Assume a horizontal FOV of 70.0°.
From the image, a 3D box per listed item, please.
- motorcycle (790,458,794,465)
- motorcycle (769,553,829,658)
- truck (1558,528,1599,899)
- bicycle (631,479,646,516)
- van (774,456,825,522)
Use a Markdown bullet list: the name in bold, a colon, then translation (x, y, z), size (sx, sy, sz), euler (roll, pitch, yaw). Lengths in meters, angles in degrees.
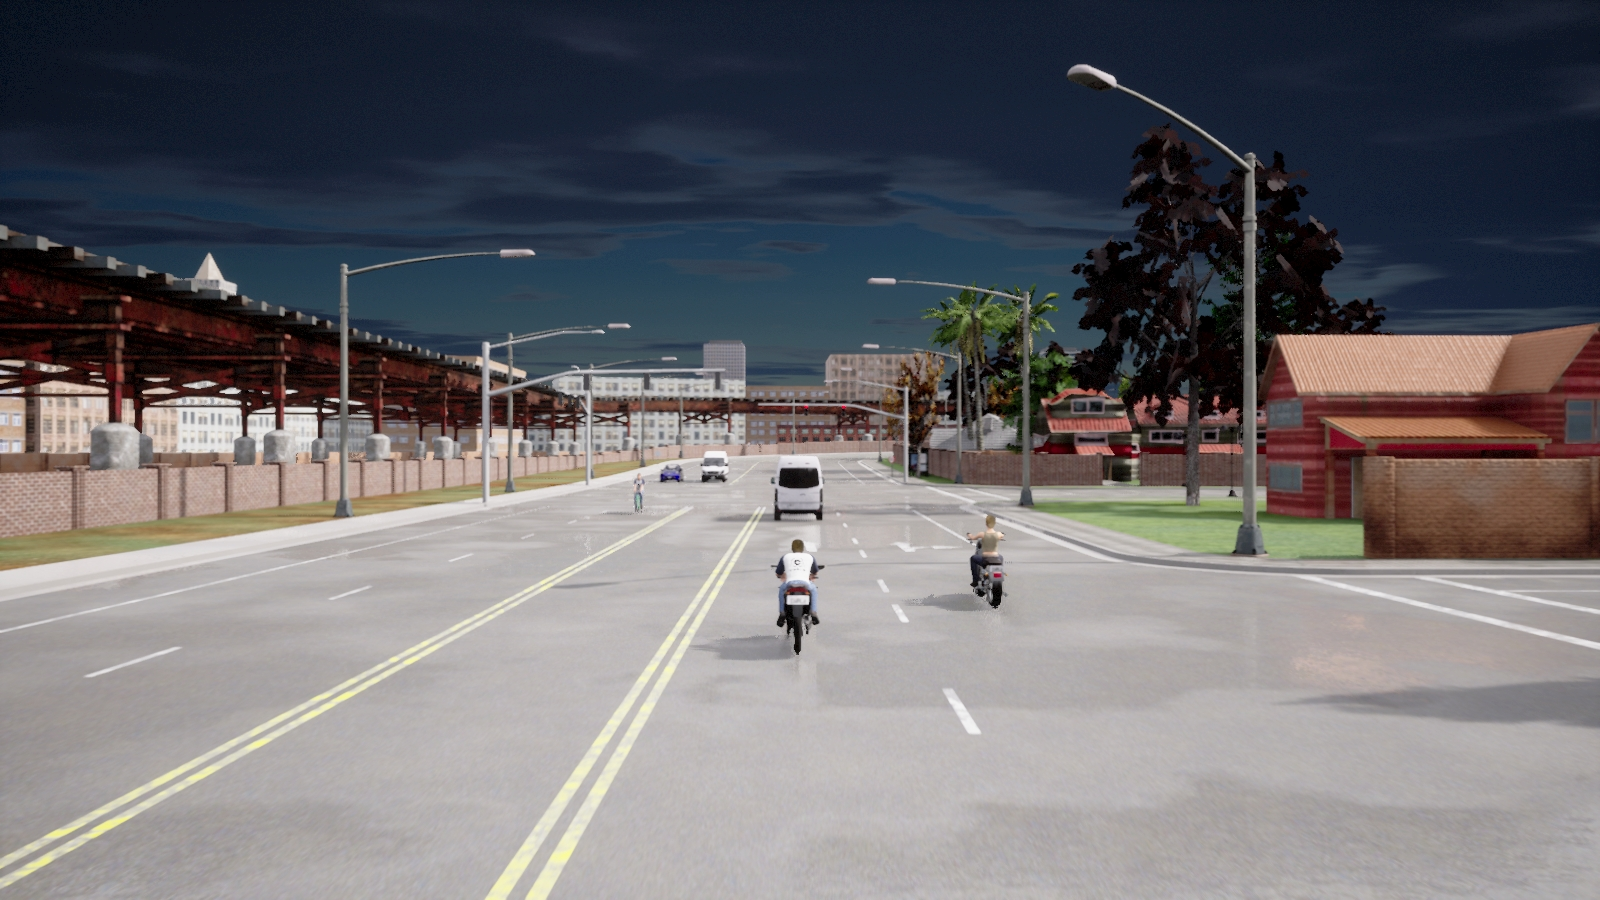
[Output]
- **motorcycle**: translation (-1.541, 2.140, 215.345), size (0.764, 1.332, 2.356), euler (0, 0, 0)
- **motorcycle**: translation (-0.013, 2.173, 16.324), size (0.803, 1.224, 2.033), euler (0, 0, 0)
- **truck**: translation (4.250, 1.563, 2.613), size (2.627, 2.467, 5.204), euler (-1, -1, 15)
- **bicycle**: translation (-6.932, 2.043, 49.127), size (0.373, 1.521, 1.643), euler (0, 0, 1)
- **van**: translation (-0.075, 1.534, 47.371), size (1.988, 2.561, 5.915), euler (0, 0, -1)
